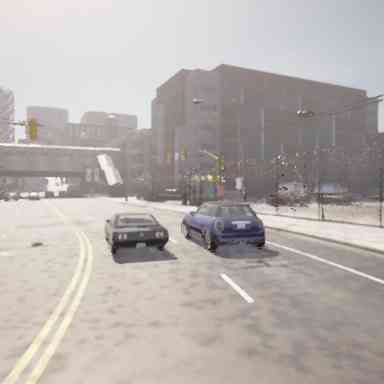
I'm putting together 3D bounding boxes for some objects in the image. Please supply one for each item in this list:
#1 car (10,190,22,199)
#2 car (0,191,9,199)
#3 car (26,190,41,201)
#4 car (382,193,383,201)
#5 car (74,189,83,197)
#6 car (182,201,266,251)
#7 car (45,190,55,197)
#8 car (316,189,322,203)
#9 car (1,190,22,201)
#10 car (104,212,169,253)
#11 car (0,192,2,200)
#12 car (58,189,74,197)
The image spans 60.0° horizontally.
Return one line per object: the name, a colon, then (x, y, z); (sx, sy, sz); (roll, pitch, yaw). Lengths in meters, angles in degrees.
car: (-37.809, 0.489, 71.553); (2.097, 1.767, 4.553); (-1, 1, -26)
car: (-39.975, 0.660, 69.122); (2.231, 1.521, 4.892); (0, 1, -16)
car: (-27.936, 0.818, 59.042); (2.033, 1.411, 5.357); (-1, 1, -25)
car: (26.731, 0.787, 45.936); (1.895, 1.301, 4.718); (-1, 1, -26)
car: (-29.751, 0.477, 86.484); (1.895, 1.301, 4.718); (-1, 1, -26)
car: (1.072, 1.152, 13.417); (2.097, 1.767, 4.553); (-1, 1, -17)
car: (-34.519, 0.479, 80.974); (1.837, 1.490, 4.892); (-1, 1, -25)
car: (17.349, 0.729, 41.213); (1.816, 1.474, 4.193); (-1, 1, -26)
car: (-31.134, 0.801, 57.600); (2.128, 1.511, 4.902); (-1, 1, -25)
car: (-2.346, 1.422, 12.928); (1.895, 1.301, 4.718); (-1, 1, -18)
car: (-35.345, 0.653, 59.392); (2.185, 1.767, 4.553); (-1, 1, -26)
car: (-31.363, 0.468, 82.486); (2.128, 1.511, 4.902); (-1, 1, -25)
